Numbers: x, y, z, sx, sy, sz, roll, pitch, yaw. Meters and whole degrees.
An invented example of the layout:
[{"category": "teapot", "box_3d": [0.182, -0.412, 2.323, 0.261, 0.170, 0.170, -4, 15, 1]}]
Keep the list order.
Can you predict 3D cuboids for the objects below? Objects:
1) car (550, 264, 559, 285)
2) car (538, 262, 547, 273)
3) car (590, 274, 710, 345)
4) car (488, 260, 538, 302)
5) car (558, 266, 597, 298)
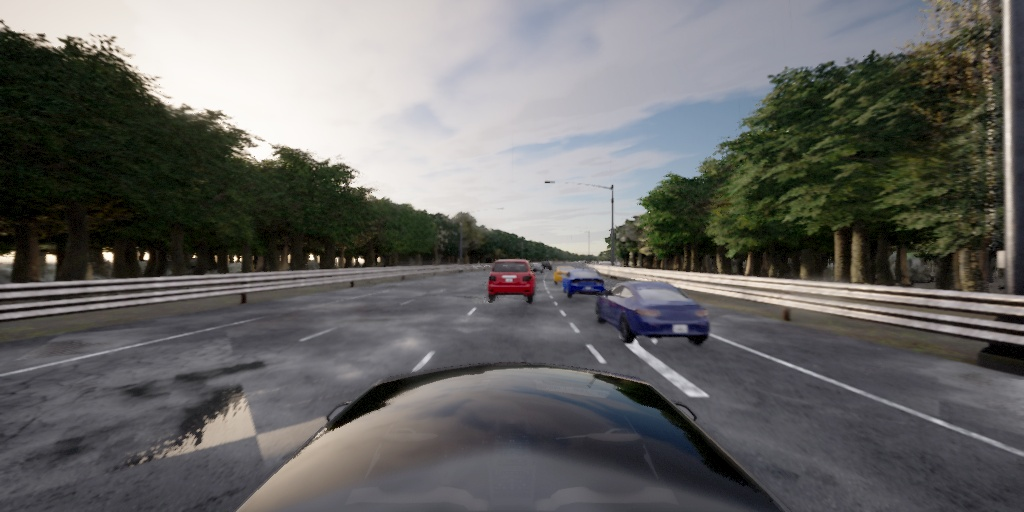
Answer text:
[{"category": "car", "box_3d": [4.591, 1.637, 31.153, 1.882, 1.535, 5.008, 0, -1, 4]}, {"category": "car", "box_3d": [4.261, 2.109, 59.359, 2.033, 1.411, 5.357, 0, -1, 8]}, {"category": "car", "box_3d": [3.577, 1.391, 9.831, 1.812, 1.442, 4.674, 0, -1, 1]}, {"category": "car", "box_3d": [0.100, 1.203, 18.661, 2.150, 2.045, 5.566, 0, -1, 5]}, {"category": "car", "box_3d": [3.942, 1.489, 20.499, 1.882, 1.535, 5.008, 0, -1, 3]}]
